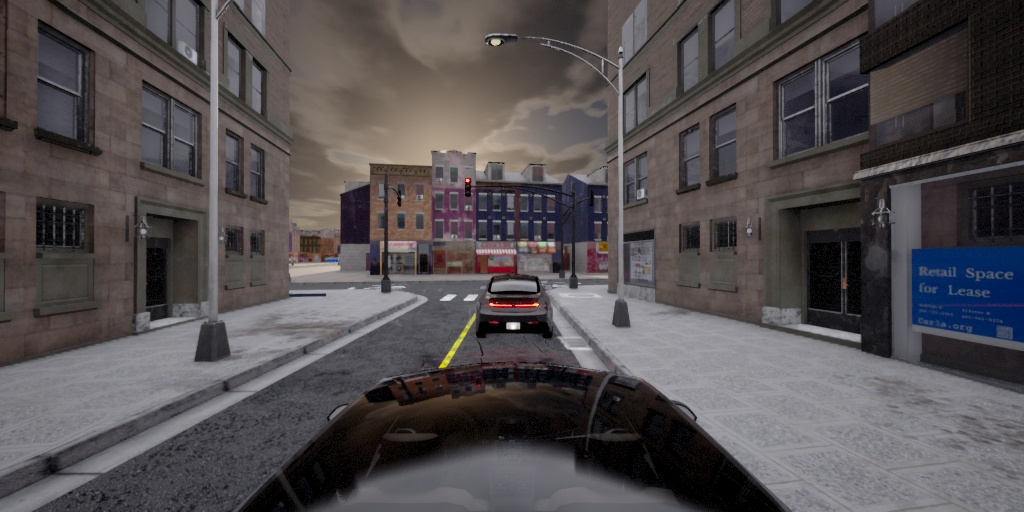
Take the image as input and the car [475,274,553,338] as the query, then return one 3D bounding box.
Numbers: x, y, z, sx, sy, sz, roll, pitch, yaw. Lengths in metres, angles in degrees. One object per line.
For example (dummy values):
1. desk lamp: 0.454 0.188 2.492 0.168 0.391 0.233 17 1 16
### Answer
1. car: 0.098 1.255 10.137 1.837 1.490 4.892 0 0 2
